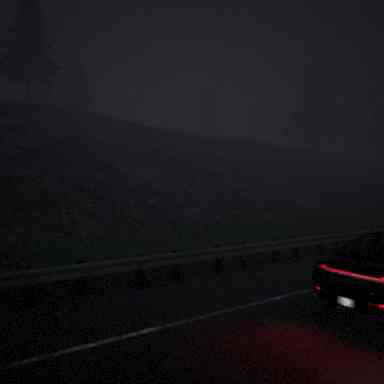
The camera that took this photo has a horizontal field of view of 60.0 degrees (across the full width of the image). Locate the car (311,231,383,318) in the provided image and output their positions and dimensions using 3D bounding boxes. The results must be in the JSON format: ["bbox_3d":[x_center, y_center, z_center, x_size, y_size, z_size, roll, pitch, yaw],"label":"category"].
[{"bbox_3d":[4.463,1.541,6.607,4.902,1.511,2.128,0,0,-33],"label":"car"}]
